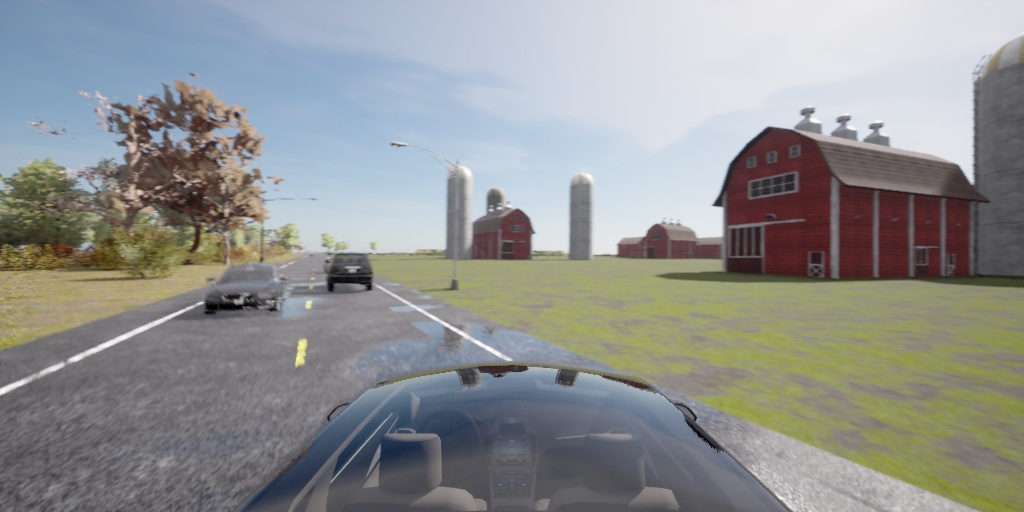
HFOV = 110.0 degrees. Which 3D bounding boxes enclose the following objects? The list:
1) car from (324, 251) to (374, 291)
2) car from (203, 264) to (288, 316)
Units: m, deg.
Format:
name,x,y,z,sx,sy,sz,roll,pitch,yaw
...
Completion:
name,x,y,z,sx,sy,sz,roll,pitch,yaw
car,-9.141,0.774,20.105,2.150,2.045,5.566,1,0,-28
car,-9.071,1.056,12.517,1.837,1.490,4.892,1,0,-29
